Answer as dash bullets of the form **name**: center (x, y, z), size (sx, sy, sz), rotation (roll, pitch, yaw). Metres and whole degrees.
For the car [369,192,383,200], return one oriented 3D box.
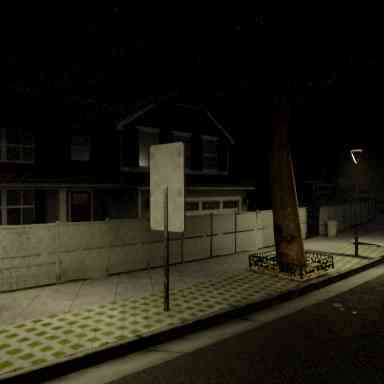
- **car**: center (33.709, 0.944, 59.688), size (2.150, 2.045, 5.566), rotation (0, 0, 10)
